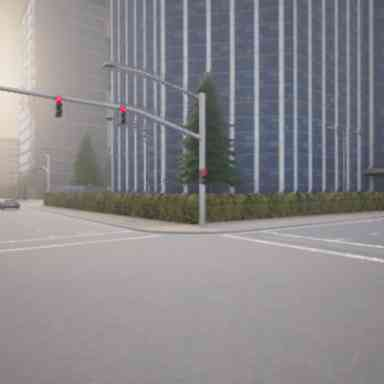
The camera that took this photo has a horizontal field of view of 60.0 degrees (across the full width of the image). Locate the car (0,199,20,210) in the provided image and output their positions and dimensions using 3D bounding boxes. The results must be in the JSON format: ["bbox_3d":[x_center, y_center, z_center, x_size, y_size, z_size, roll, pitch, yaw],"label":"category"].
[{"bbox_3d":[-23.604,1.535,43.042,1.994,1.385,4.181,0,0,-36],"label":"car"}]
